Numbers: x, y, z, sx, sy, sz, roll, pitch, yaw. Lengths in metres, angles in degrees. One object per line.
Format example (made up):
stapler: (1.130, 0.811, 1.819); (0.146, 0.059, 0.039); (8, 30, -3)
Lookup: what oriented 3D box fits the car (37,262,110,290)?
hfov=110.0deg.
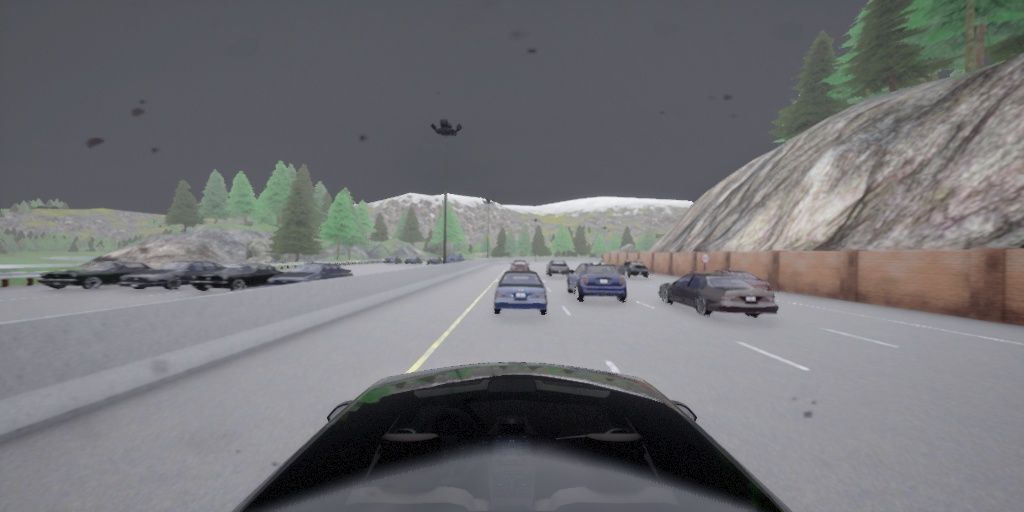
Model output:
car: (-20.778, 0.963, 18.613); (1.895, 1.301, 4.718); (1, 0, 1)

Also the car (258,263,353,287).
car: (-10.272, 1.059, 18.842); (2.033, 1.411, 5.357); (1, 0, 1)

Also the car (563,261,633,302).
car: (3.896, 1.074, 17.161); (2.097, 1.767, 4.553); (1, 0, 1)

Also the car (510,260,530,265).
car: (0.763, 1.109, 34.774); (1.812, 1.442, 4.674); (1, 0, 1)

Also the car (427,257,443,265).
car: (-12.863, 0.799, 60.314); (2.033, 1.411, 5.357); (1, 0, 2)

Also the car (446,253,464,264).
car: (-9.367, 0.518, 59.506); (2.150, 2.045, 5.566); (1, 0, 2)

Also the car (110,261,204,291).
car: (-17.267, 0.957, 19.107); (2.033, 1.411, 5.357); (1, 0, 1)

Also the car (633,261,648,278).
car: (11.240, 1.244, 33.653); (1.837, 1.490, 4.892); (1, 0, 1)

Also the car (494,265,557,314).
car: (0.318, 1.238, 13.544); (2.033, 1.411, 5.357); (1, 0, 1)

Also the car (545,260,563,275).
car: (4.241, 1.130, 33.691); (2.128, 1.511, 4.902); (1, 0, 1)

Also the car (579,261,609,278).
car: (7.749, 1.250, 34.159); (1.994, 1.385, 4.181); (1, 0, 1)

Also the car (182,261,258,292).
car: (-13.779, 1.064, 18.520); (1.895, 1.301, 4.718); (1, 0, 1)

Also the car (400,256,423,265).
car: (-16.360, 0.753, 59.642); (2.033, 1.411, 5.357); (1, 0, 2)

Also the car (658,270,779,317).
car: (7.316, 1.339, 13.418); (2.033, 1.411, 5.357); (1, 0, 1)

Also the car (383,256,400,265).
car: (-19.831, 0.718, 59.734); (1.994, 1.385, 4.181); (1, 0, 2)
